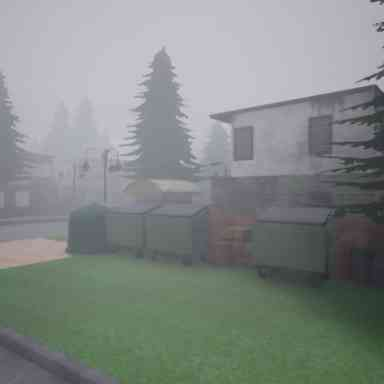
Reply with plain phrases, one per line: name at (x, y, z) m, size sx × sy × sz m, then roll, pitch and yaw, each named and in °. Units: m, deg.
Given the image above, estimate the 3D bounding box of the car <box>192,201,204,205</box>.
car at (-0.833, 1.621, 32.995) m, size 4.892 × 1.490 × 1.837 m, roll 0°, pitch 0°, yaw -41°
